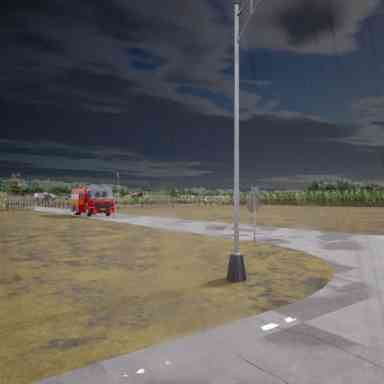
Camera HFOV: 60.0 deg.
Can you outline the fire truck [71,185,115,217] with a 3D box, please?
[{"bbox_3d":[-12.792,1.074,42.213,2.891,3.827,8.468,0,-1,-35],"label":"fire truck"}]
